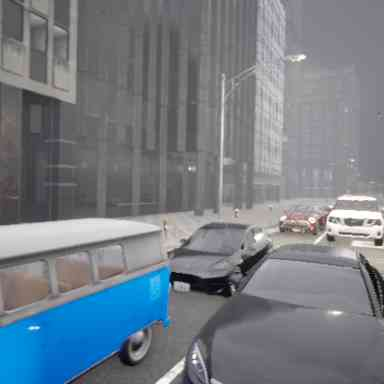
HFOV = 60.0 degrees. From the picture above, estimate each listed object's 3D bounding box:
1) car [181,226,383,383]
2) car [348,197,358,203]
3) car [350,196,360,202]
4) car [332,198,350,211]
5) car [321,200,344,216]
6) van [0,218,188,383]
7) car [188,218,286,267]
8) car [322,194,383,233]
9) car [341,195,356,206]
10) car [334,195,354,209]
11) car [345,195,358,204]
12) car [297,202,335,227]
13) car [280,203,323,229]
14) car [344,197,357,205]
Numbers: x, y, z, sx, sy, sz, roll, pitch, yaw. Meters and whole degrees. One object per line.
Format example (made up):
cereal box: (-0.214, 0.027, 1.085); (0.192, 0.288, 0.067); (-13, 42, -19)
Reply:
car: (1.616, 1.507, 4.450); (1.812, 1.442, 4.674); (2, 1, 28)
car: (35.385, 1.726, 73.116); (1.887, 1.381, 4.507); (1, 0, 28)
car: (40.697, 1.806, 83.064); (1.947, 1.339, 4.313); (1, 0, 28)
car: (19.364, 1.552, 43.124); (1.752, 1.417, 4.829); (2, 1, 28)
car: (14.130, 1.575, 33.327); (1.802, 1.307, 4.206); (2, 1, 28)
van: (-1.806, 1.257, 3.482); (1.690, 1.788, 3.998); (2, 1, 28)
car: (0.845, 1.490, 8.458); (1.947, 1.339, 4.313); (2, 1, 28)
car: (7.911, 1.234, 15.998); (2.150, 2.045, 5.566); (2, 1, 28)
car: (27.419, 1.417, 58.193); (2.192, 1.841, 5.009); (1, 0, 28)
car: (22.105, 1.366, 48.245); (2.192, 1.841, 5.009); (1, 0, 28)
car: (32.732, 1.469, 68.140); (2.192, 1.841, 5.009); (1, 0, 28)
car: (8.817, 1.509, 23.379); (1.887, 1.381, 4.507); (2, 1, 28)
car: (6.162, 1.390, 18.405); (1.967, 1.590, 4.097); (2, 1, 28)
car: (30.071, 1.694, 63.169); (1.947, 1.339, 4.313); (1, 0, 28)
